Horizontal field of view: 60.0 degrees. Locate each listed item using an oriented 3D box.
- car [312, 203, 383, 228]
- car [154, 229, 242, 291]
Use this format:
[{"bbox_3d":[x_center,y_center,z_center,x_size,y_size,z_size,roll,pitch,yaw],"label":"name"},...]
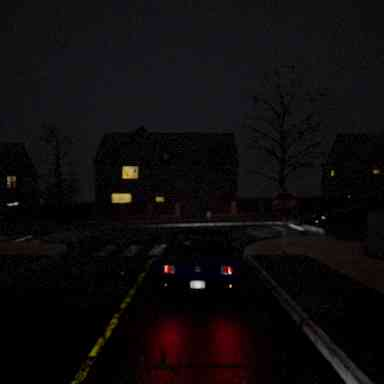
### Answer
[{"bbox_3d":[10.417,1.392,20.793,5.357,1.411,2.033,-1,0,-1],"label":"car"},{"bbox_3d":[0.284,1.671,9.200,1.895,1.301,4.718,0,0,4],"label":"car"}]
